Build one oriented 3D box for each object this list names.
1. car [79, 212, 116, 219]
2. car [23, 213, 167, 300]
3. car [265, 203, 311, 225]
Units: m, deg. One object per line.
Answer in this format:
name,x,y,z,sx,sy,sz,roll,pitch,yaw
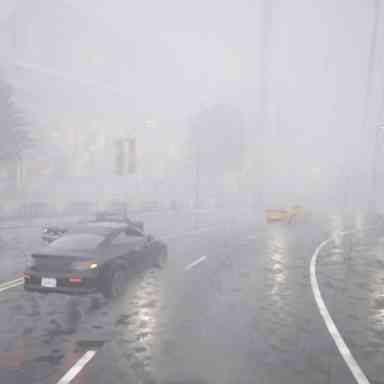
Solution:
car,-4.009,1.554,14.174,1.895,1.301,4.718,1,0,23
car,-2.074,1.502,8.335,1.812,1.442,4.674,0,0,14
car,7.320,1.574,25.073,1.882,1.535,5.008,1,0,41
